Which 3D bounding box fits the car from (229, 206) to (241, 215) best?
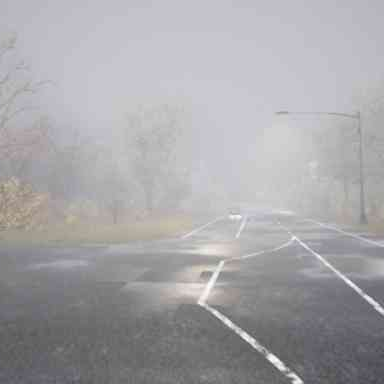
[{"bbox_3d":[7.217,3.087,55.604,2.128,1.511,4.902,-2,-2,10],"label":"car"}]
